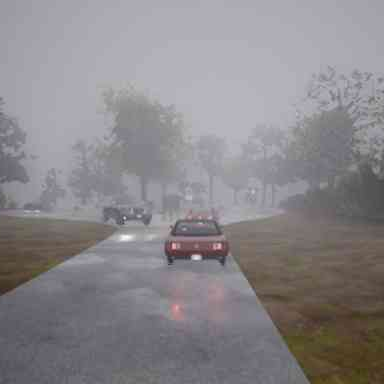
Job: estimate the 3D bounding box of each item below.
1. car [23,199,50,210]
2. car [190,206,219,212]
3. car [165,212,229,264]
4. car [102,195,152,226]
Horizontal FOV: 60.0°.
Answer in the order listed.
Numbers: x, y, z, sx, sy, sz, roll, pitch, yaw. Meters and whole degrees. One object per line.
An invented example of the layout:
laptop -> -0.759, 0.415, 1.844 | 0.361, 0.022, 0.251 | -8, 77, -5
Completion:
car -> -19.476, 1.529, 41.900 | 2.033, 1.411, 5.357 | 0, 0, -8
car -> 0.789, 1.591, 21.786 | 1.895, 1.301, 4.718 | 0, 0, 8
car -> 0.155, 1.596, 11.827 | 1.895, 1.301, 4.718 | 0, 0, 1
car -> -4.795, 1.210, 23.873 | 2.150, 2.045, 5.566 | 0, 0, -31
